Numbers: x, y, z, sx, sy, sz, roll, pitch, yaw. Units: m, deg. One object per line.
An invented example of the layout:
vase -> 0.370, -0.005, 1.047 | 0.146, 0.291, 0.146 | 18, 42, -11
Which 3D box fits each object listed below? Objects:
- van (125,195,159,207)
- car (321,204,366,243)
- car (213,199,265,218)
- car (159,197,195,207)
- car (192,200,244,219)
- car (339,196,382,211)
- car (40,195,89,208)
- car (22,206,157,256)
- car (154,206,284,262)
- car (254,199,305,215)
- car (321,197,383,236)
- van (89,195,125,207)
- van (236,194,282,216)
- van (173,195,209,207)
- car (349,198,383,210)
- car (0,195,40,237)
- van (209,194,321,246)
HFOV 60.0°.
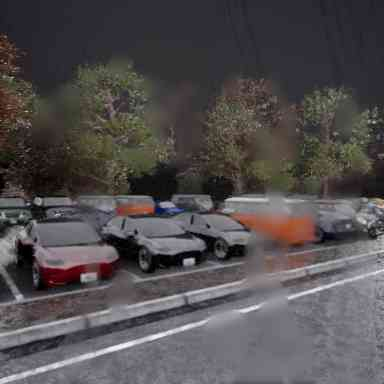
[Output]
van -> -4.579, 1.245, 25.134 | 1.878, 1.987, 4.442 | 0, 0, -36
car -> 5.276, 1.494, 15.993 | 2.163, 1.488, 4.792 | 0, 0, -36
car -> 4.379, 1.490, 31.427 | 2.163, 1.488, 4.792 | 0, 0, -36
car -> -2.261, 1.463, 26.654 | 2.097, 1.535, 5.008 | 0, 0, -36
car -> 2.231, 1.486, 29.893 | 2.163, 1.488, 4.792 | 0, 0, -36
car -> 22.408, 1.458, 44.312 | 2.185, 1.767, 4.553 | 0, 0, -36
car -> -9.003, 1.234, 21.796 | 2.435, 2.045, 5.566 | 0, 0, -36
car -> -4.232, 1.554, 14.617 | 5.357, 1.411, 2.033 | 0, 0, -36
car -> 0.792, 1.509, 12.717 | 2.163, 1.488, 4.792 | 0, 0, -36
car -> 9.021, 1.515, 34.674 | 2.163, 1.488, 4.792 | 0, 0, -36
car -> 7.531, 1.334, 17.607 | 2.185, 1.767, 4.553 | 0, 0, -36
van -> -6.698, 1.252, 23.334 | 1.878, 1.987, 4.442 | 0, 0, -36
van -> 6.583, 1.245, 33.110 | 1.878, 1.987, 4.442 | 0, 0, -36
van -> 0.072, 1.232, 28.181 | 1.878, 1.987, 4.442 | 0, 0, -36
car -> 24.684, 1.600, 45.893 | 2.097, 1.535, 5.008 | 0, 0, -36
car -> -11.257, 1.242, 20.185 | 2.435, 2.045, 5.566 | 0, 0, -36
van -> 2.965, 1.246, 14.449 | 1.878, 1.987, 4.442 | 0, 0, -36
